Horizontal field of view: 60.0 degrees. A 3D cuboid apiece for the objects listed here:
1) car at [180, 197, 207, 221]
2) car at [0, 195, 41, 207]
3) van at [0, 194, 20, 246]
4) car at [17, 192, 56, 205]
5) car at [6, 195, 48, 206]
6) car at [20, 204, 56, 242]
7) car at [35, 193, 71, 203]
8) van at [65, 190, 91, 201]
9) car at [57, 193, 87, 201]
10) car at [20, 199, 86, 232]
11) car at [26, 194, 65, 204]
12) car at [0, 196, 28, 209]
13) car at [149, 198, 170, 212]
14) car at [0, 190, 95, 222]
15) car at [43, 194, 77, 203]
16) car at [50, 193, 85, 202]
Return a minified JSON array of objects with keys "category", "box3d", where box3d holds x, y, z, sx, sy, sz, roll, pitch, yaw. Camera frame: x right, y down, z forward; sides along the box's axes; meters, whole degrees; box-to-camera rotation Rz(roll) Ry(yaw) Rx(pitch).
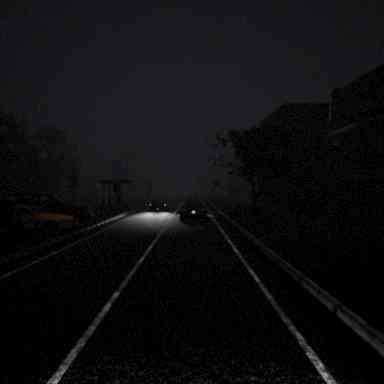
[{"category":"car","box3d":[0.112,1.361,25.155,1.994,1.385,4.181,0,0,0]},{"category":"car","box3d":[-22.069,1.119,41.894,5.008,1.535,2.097,0,1,0]},{"category":"van","box3d":[-9.085,1.185,12.159,4.442,1.987,1.878,0,1,0]},{"category":"car","box3d":[-22.110,0.940,47.443,4.553,1.767,2.185,0,1,0]},{"category":"car","box3d":[-22.074,1.132,44.670,4.674,1.452,2.002,0,1,0]},{"category":"car","box3d":[-8.974,1.423,14.965,4.674,1.452,2.002,0,1,0]},{"category":"car","box3d":[-22.078,1.015,52.995,4.892,1.521,2.231,0,1,0]},{"category":"van","box3d":[-21.976,0.687,64.093,4.442,1.987,1.878,0,1,0]},{"category":"car","box3d":[-22.120,0.967,61.322,4.792,1.488,2.163,0,1,0]},{"category":"car","box3d":[-8.788,1.352,17.768,5.366,1.575,1.946,0,1,0]},{"category":"car","box3d":[-22.087,1.040,50.220,5.008,1.535,2.097,0,1,0]},{"category":"car","box3d":[-22.068,1.186,39.117,4.674,1.452,2.002,0,1,0]},{"category":"car","box3d":[-3.331,1.304,34.621,1.895,1.301,4.718,0,1,0]},{"category":"car","box3d":[-8.947,1.076,20.569,5.566,2.045,2.435,0,1,0]},{"category":"car","box3d":[-22.115,1.018,55.770,4.792,1.488,2.163,0,1,0]},{"category":"car","box3d":[-21.902,0.960,58.544,5.366,1.575,1.946,0,1,0]}]
